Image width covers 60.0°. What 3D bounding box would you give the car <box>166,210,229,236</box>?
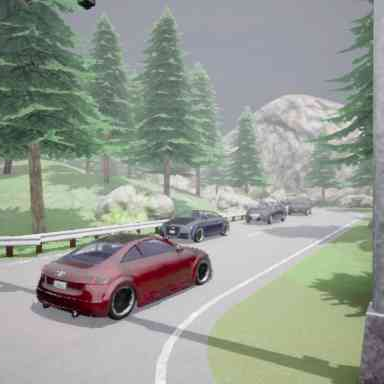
[{"bbox_3d":[0.201,1.581,16.420,1.994,1.385,4.181,0,0,33],"label":"car"}]

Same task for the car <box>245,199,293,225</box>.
[{"bbox_3d":[5.587,1.516,24.780,2.128,1.511,4.902,0,0,33],"label":"car"}]

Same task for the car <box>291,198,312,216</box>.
[{"bbox_3d":[10.900,1.536,33.508,1.837,1.490,4.892,0,0,26],"label":"car"}]

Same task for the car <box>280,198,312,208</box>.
[{"bbox_3d":[15.618,1.600,50.072,1.812,1.442,4.674,2,-1,-27],"label":"car"}]

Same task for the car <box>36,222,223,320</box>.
[{"bbox_3d":[-1.237,1.636,7.544,1.994,1.385,4.181,0,-1,33],"label":"car"}]
